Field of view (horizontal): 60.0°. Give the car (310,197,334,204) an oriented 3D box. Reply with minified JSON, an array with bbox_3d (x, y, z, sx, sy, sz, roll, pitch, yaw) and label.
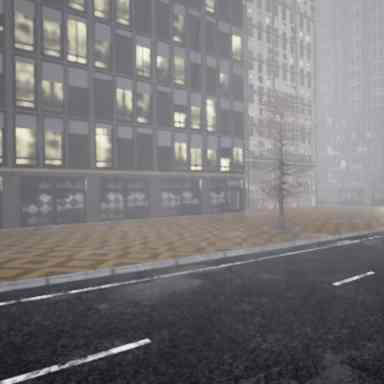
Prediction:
[{"bbox_3d":[24.373,1.604,62.445,1.947,1.339,4.313,0,0,-38],"label":"car"}]

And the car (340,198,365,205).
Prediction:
[{"bbox_3d":[27.801,1.648,57.912,1.802,1.307,4.206,0,0,-38],"label":"car"}]

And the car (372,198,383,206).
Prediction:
[{"bbox_3d":[31.262,1.659,53.401,1.947,1.339,4.313,0,0,-38],"label":"car"}]
